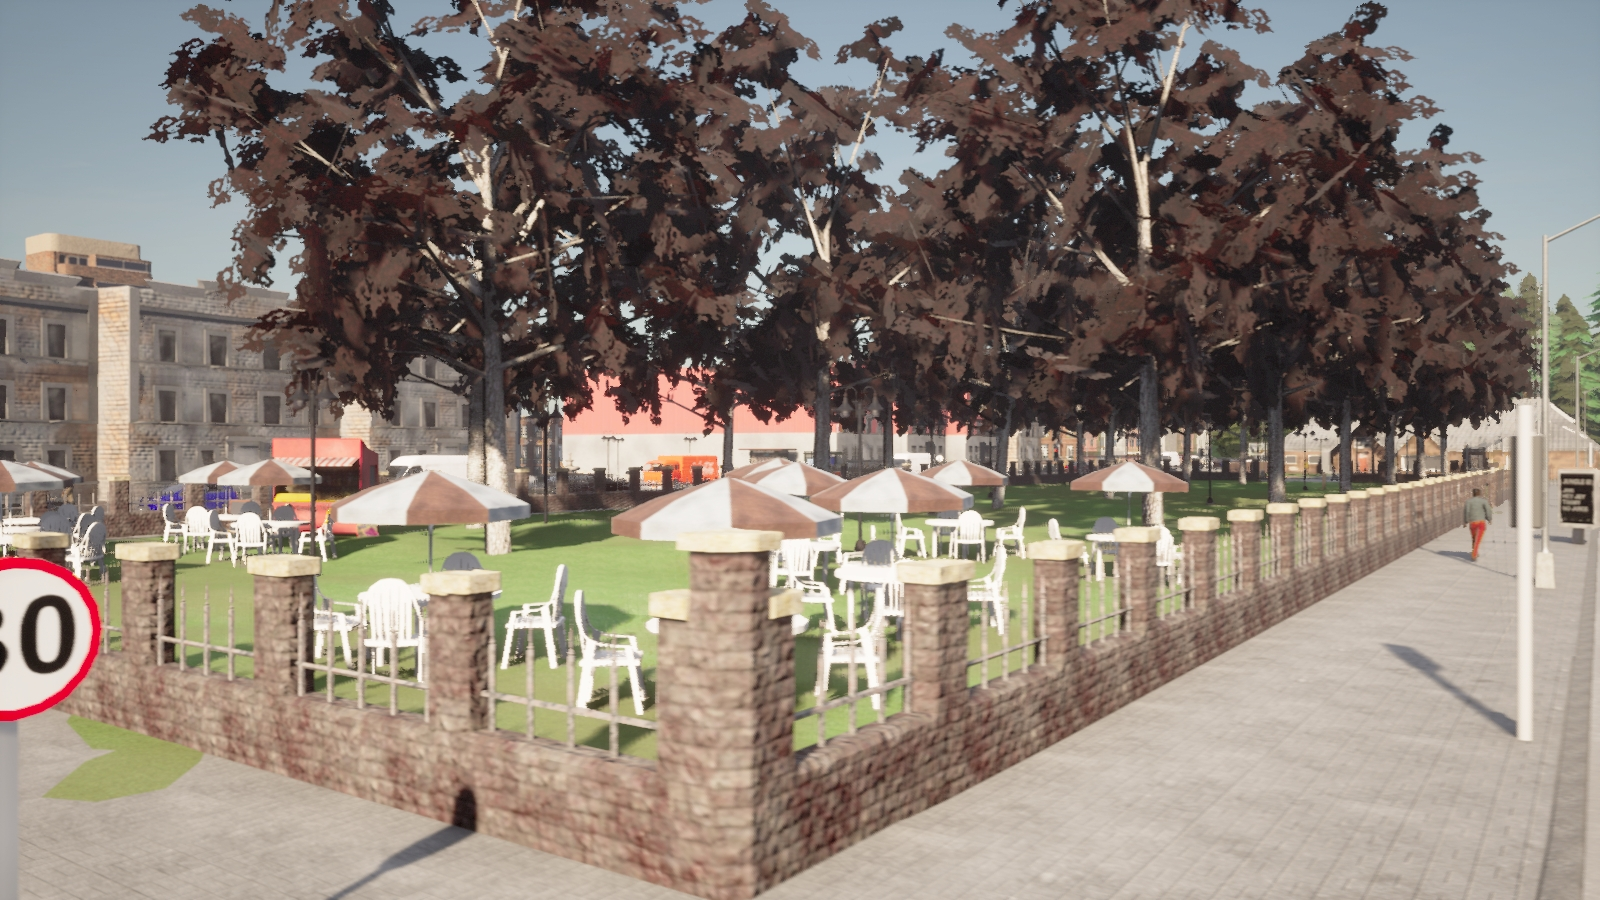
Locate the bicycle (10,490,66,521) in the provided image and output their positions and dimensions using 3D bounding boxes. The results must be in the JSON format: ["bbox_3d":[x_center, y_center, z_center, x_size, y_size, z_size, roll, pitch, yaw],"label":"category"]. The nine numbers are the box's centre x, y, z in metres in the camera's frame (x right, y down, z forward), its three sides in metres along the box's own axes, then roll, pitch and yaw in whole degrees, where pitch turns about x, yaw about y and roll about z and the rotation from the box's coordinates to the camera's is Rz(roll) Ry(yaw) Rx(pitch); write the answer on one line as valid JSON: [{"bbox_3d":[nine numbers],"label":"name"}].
[{"bbox_3d":[-28.169,2.036,42.253,0.859,1.080,1.487,0,0,35],"label":"bicycle"}]

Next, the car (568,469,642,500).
[{"bbox_3d":[-10.347,1.806,60.739,1.789,1.549,3.705,0,0,35],"label":"car"}]

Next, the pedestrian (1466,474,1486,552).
[{"bbox_3d":[16.393,1.524,27.718,0.375,1.860,0.375,0,0,37],"label":"pedestrian"}]

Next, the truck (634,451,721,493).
[{"bbox_3d":[-7.613,1.344,71.653,2.627,2.467,5.204,0,0,35],"label":"truck"}]

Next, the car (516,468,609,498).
[{"bbox_3d":[-13.170,1.814,63.714,2.097,1.535,5.006,0,0,35],"label":"car"}]

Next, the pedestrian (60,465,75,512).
[{"bbox_3d":[-29.154,1.523,45.500,0.375,1.860,0.375,0,0,29],"label":"pedestrian"}]
